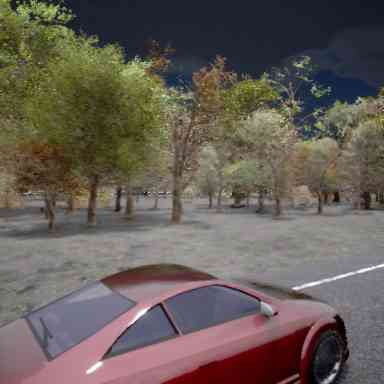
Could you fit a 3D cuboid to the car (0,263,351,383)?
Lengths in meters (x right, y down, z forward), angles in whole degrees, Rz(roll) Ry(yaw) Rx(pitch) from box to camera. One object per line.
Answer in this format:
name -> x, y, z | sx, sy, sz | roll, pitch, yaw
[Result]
car -> -0.043, 1.565, 3.840 | 4.181, 1.385, 1.994 | 0, 0, -35
